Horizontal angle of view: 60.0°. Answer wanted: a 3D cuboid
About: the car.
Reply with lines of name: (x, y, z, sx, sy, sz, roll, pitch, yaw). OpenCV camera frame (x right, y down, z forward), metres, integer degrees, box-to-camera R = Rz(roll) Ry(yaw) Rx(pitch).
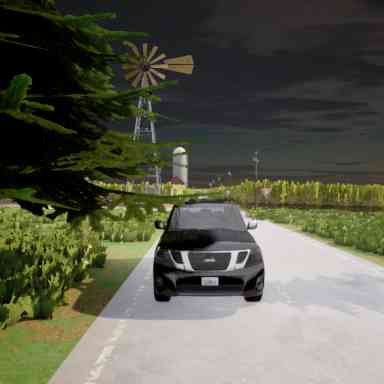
car: (0.333, 1.221, 8.623, 2.150, 2.045, 5.566, 0, 0, 0)
